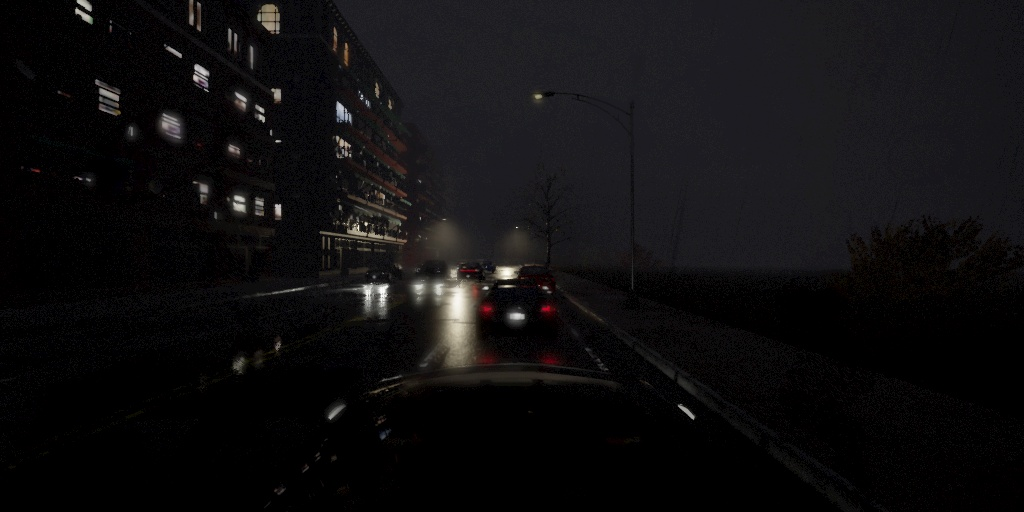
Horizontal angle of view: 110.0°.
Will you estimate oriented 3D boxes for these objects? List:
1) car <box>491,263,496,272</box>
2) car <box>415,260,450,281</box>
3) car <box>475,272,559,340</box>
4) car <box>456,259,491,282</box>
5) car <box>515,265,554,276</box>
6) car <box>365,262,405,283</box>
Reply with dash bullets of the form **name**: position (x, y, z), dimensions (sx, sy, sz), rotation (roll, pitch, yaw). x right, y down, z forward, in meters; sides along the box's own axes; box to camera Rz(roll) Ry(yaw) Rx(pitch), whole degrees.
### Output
- **car**: position (-3.092, 1.313, 44.437), dimensions (1.994, 1.385, 4.181), rotation (0, 0, 0)
- **car**: position (-6.561, 1.103, 30.036), dimensions (2.097, 1.767, 4.553), rotation (0, 0, 0)
- **car**: position (0.113, 1.315, 9.957), dimensions (1.994, 1.385, 4.181), rotation (0, 0, 0)
- **car**: position (-3.113, 1.243, 28.194), dimensions (2.128, 1.511, 4.902), rotation (0, 0, 0)
- **car**: position (1.161, 1.229, 18.876), dimensions (1.882, 1.535, 5.008), rotation (0, 0, 0)
- **car**: position (-9.814, 1.242, 28.013), dimensions (2.128, 1.511, 4.902), rotation (0, 0, 0)
